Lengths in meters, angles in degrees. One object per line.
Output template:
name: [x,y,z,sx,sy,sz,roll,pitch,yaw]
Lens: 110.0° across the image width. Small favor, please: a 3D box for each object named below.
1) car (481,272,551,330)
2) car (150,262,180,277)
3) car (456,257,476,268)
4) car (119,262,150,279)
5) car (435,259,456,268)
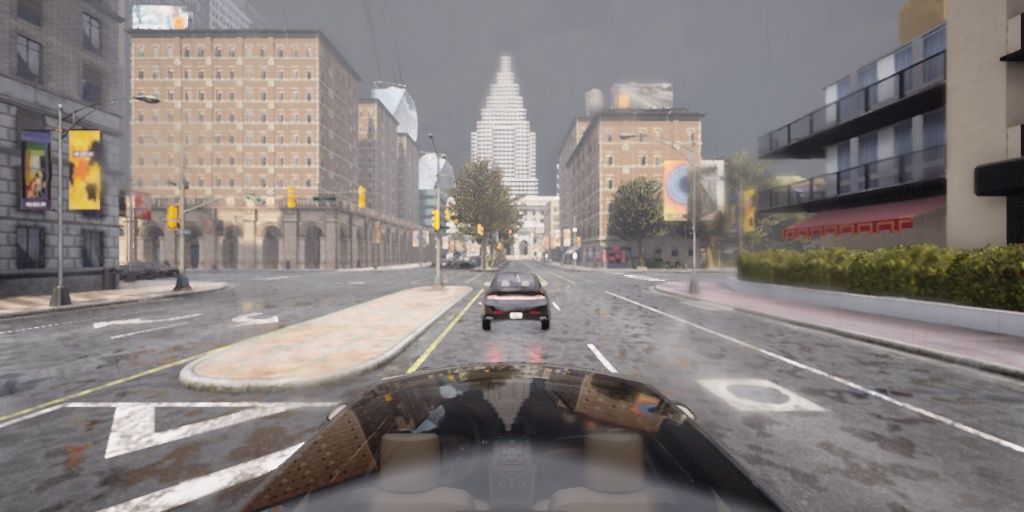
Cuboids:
car: [0.106,1.240,11.158,2.128,1.511,4.902,0,0,0]
car: [-34.898,1.292,34.273,5.357,1.411,2.033,0,0,0]
car: [-8.004,1.341,62.535,1.895,1.301,4.718,0,0,1]
car: [-34.625,1.346,30.776,4.718,1.301,1.895,0,0,0]
car: [-11.499,1.231,62.933,2.128,1.511,4.902,0,0,1]
